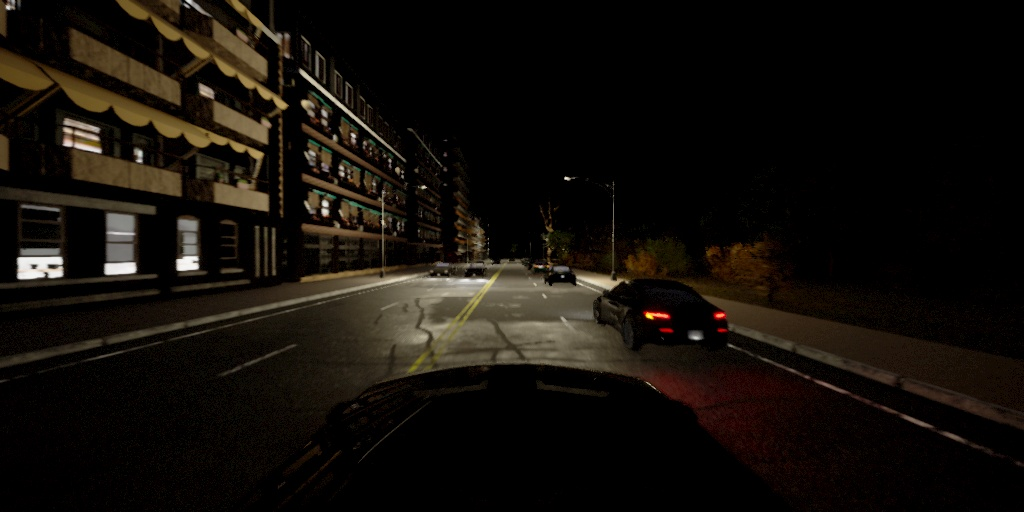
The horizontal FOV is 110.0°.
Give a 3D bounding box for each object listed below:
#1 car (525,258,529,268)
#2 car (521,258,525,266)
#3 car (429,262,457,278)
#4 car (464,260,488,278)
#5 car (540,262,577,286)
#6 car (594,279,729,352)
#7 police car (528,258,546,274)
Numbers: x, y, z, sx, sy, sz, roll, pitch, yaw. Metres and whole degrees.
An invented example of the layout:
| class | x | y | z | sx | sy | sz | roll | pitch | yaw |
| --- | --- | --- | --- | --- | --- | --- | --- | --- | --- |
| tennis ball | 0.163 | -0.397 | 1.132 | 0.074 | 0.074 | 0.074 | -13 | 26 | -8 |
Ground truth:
| class | x | y | z | sx | sy | sz | roll | pitch | yaw |
| --- | --- | --- | --- | --- | --- | --- | --- | --- | --- |
| car | 3.233 | 1.229 | 51.297 | 1.882 | 1.535 | 5.008 | 0 | 0 | 0 |
| car | 3.229 | 1.243 | 62.298 | 2.128 | 1.511 | 4.902 | 0 | 0 | 0 |
| car | -6.588 | 1.298 | 34.915 | 2.033 | 1.411 | 5.357 | 0 | 0 | 0 |
| car | -3.342 | 1.351 | 33.881 | 1.895 | 1.301 | 4.718 | 0 | 0 | 0 |
| car | 3.336 | 1.314 | 25.471 | 1.994 | 1.385 | 4.181 | 0 | 0 | 0 |
| car | 3.346 | 1.276 | 8.830 | 1.812 | 1.442 | 4.674 | 0 | 0 | 0 |
| police car | 3.236 | 1.256 | 40.297 | 2.038 | 1.542 | 4.974 | 0 | 0 | 0 |
